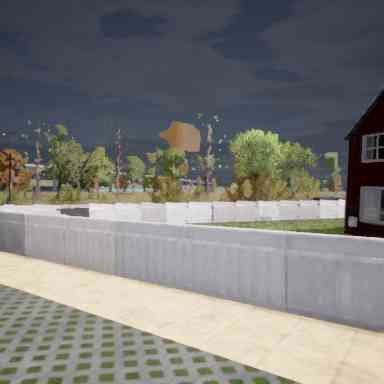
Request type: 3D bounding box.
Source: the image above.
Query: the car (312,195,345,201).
[{"bbox_3d":[18.824,1.050,45.854,4.718,1.301,1.895,0,2,-18],"label":"car"}]
